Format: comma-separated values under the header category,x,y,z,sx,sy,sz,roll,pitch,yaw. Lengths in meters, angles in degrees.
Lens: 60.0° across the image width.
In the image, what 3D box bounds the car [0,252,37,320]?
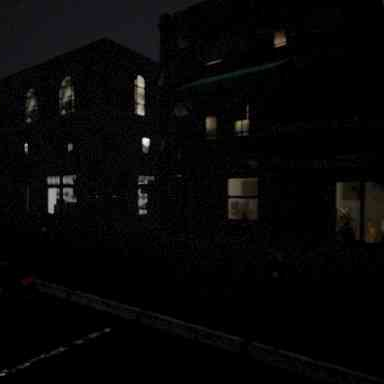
category,x,y,z,sx,sy,sz,roll,pitch,yaw
car,-4.492,1.555,6.079,4.206,1.307,1.802,0,0,36
